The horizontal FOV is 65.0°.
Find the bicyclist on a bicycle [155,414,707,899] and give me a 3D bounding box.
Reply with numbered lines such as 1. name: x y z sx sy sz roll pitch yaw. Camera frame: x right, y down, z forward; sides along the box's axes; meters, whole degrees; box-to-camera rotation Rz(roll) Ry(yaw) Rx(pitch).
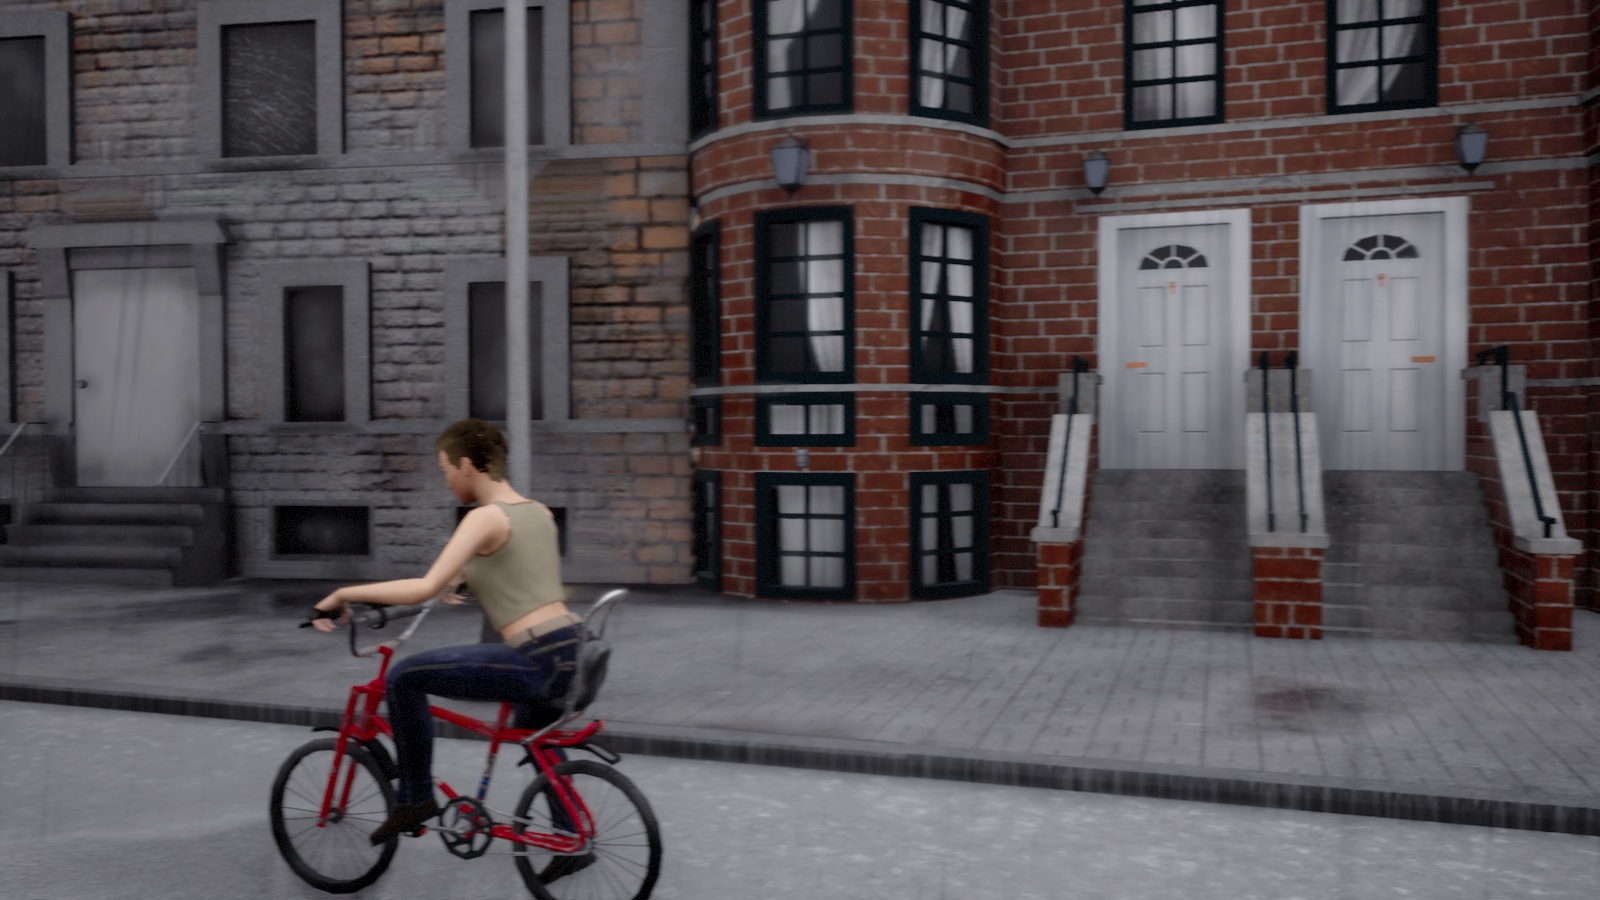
1. bicyclist on a bicycle: -1.171 0.695 4.119 1.509 1.612 0.866 0 1 18
